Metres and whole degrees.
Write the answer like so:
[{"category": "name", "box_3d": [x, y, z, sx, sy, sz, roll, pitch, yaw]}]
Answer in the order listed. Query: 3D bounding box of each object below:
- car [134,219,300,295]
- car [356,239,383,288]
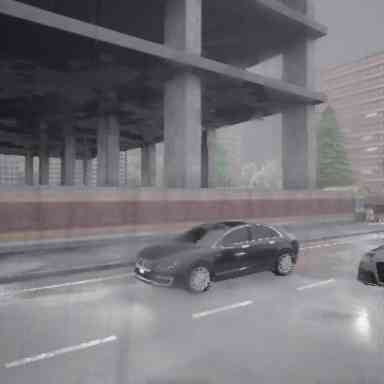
[{"category": "car", "box_3d": [0.856, 1.535, 8.892, 4.892, 1.490, 1.837, 0, 0, -35]}, {"category": "car", "box_3d": [5.926, 1.613, 8.200, 4.181, 1.385, 1.994, 0, 0, -35]}]
